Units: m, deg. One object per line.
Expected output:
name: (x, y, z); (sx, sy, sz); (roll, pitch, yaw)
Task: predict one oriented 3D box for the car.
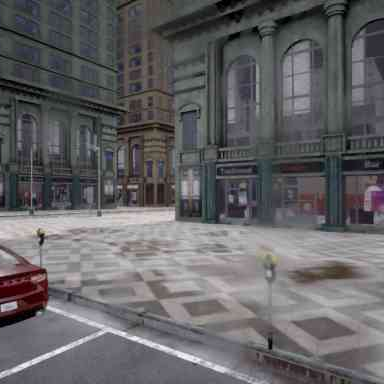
car: (-4.493, 1.546, 6.170); (4.507, 1.381, 1.887); (0, 0, 35)
